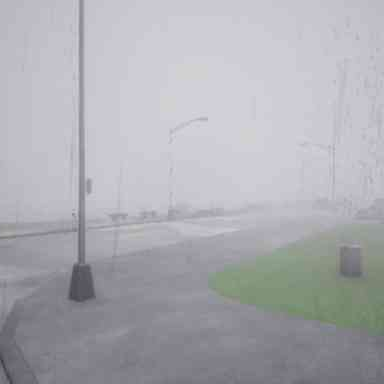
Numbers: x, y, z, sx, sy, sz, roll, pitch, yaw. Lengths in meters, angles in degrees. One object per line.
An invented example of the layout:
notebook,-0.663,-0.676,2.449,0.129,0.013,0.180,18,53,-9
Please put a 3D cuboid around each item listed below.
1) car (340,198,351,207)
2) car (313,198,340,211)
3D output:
car,22.621,1.560,50.231,2.033,1.411,5.357,0,0,35
car,16.709,1.517,41.859,1.837,1.490,4.892,0,0,36
